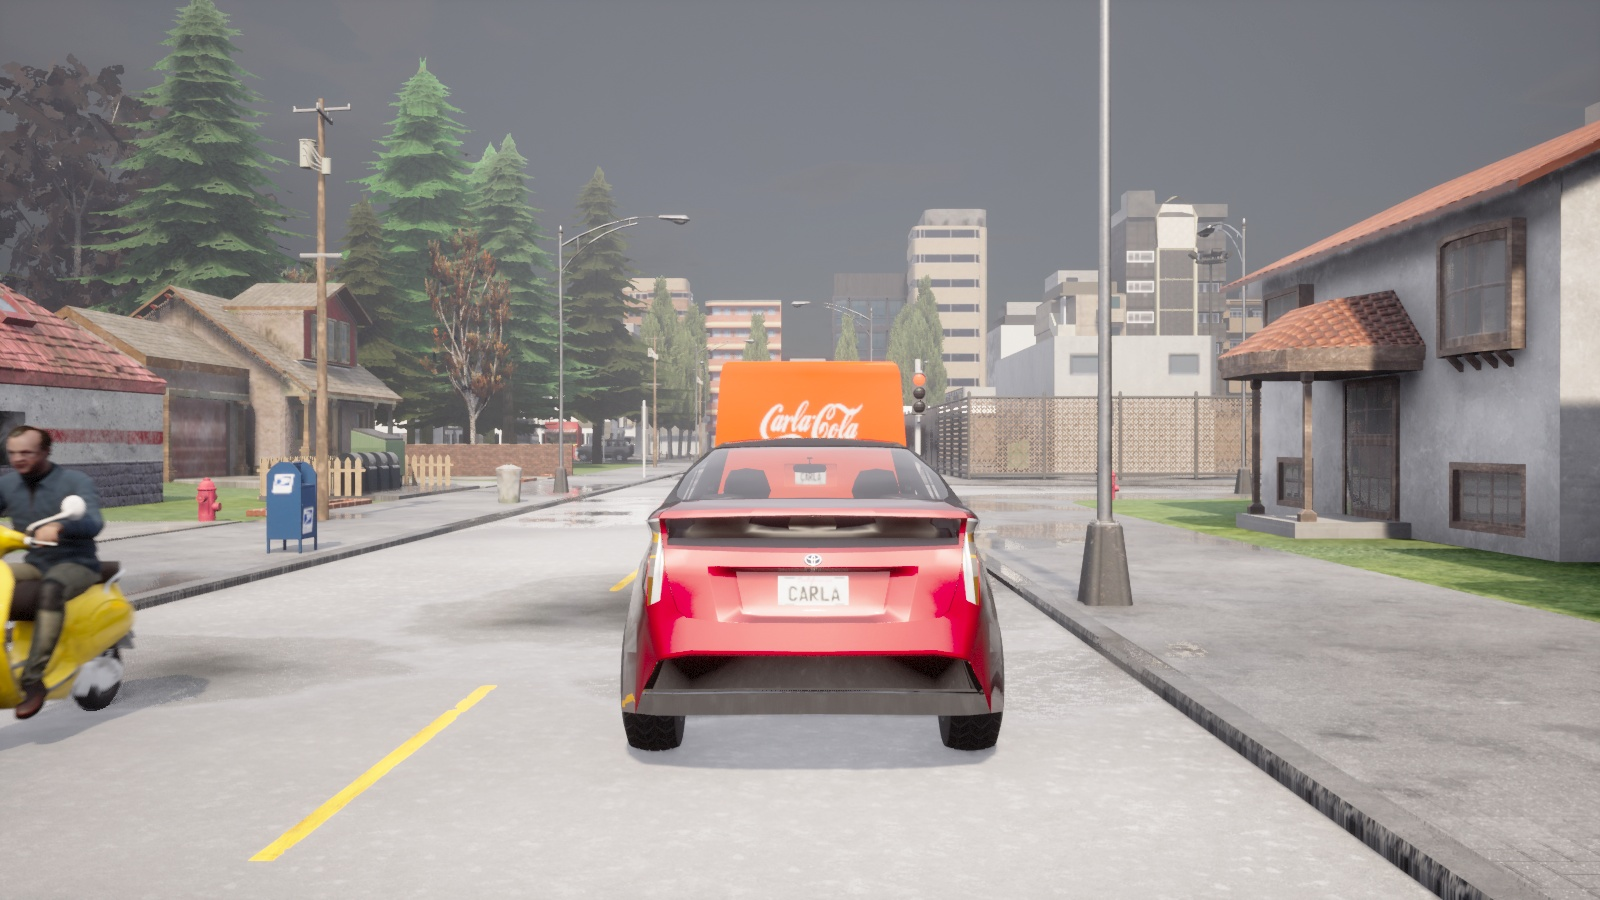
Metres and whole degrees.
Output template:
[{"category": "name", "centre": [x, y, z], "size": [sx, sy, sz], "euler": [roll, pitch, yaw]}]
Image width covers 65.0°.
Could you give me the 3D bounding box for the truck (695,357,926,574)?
[{"category": "truck", "centre": [0.118, 0.164, 16.898], "size": [2.627, 2.467, 5.204], "euler": [0, 0, 0]}]

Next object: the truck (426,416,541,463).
[{"category": "truck", "centre": [-23.756, -0.788, 94.488], "size": [7.936, 3.462, 2.891], "euler": [0, 0, 2]}]

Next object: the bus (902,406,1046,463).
[{"category": "bus", "centre": [12.958, -1.152, 94.425], "size": [10.273, 4.253, 3.944], "euler": [0, 0, 0]}]

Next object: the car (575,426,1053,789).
[{"category": "car", "centre": [0.061, 0.651, 7.533], "size": [2.007, 1.525, 4.514], "euler": [0, 0, 0]}]

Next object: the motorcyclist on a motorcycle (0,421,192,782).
[{"category": "motorcyclist on a motorcycle", "centre": [-3.949, 0.661, 6.344], "size": [0.866, 1.590, 1.817], "euler": [0, 0, 0]}]
